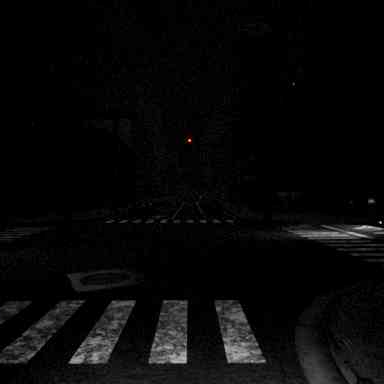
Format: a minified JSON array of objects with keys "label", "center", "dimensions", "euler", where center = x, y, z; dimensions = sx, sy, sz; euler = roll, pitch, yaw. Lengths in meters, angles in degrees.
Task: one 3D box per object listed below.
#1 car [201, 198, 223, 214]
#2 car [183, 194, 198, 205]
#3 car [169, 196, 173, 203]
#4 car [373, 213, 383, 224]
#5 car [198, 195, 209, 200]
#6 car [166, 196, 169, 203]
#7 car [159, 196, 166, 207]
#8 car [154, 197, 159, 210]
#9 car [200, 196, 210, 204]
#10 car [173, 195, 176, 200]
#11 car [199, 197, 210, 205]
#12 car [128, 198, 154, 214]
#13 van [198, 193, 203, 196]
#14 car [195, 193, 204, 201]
[{"label":"car","center":[2.331,1.606,36.177],"dimensions":[1.947,1.339,4.313],"euler":[0,0,0]},{"label":"car","center":[-0.276,1.601,63.326],"dimensions":[1.837,1.490,4.892],"euler":[0,0,0]},{"label":"car","center":[-5.658,1.552,69.250],"dimensions":[1.967,1.590,4.097],"euler":[0,0,0]},{"label":"car","center":[14.349,1.494,20.715],"dimensions":[5.357,1.411,2.033],"euler":[0,0,-2]},{"label":"car","center":[2.349,1.637,52.710],"dimensions":[1.947,1.339,4.313],"euler":[0,0,0]},{"label":"car","center":[-5.670,1.634,58.229],"dimensions":[2.008,1.369,4.403],"euler":[0,0,0]},{"label":"car","center":[-5.676,1.653,52.718],"dimensions":[1.802,1.307,4.206],"euler":[0,0,0]},{"label":"car","center":[-5.688,1.490,41.697],"dimensions":[1.967,1.590,4.097],"euler":[0,0,0]},{"label":"car","center":[2.343,1.641,47.199],"dimensions":[1.802,1.307,4.206],"euler":[0,0,0]},{"label":"car","center":[-5.646,1.694,80.272],"dimensions":[2.008,1.369,4.403],"euler":[0,0,0]},{"label":"car","center":[2.361,1.647,63.731],"dimensions":[2.008,1.369,4.403],"euler":[0,0,0]},{"label":"car","center":[-5.694,1.480,36.186],"dimensions":[1.967,1.590,4.097],"euler":[0,0,0]},{"label":"van","center":[2.355,1.424,58.221],"dimensions":[1.690,1.788,3.998],"euler":[0,0,0]},{"label":"car","center":[2.022,1.401,90.176],"dimensions":[2.150,2.045,5.566],"euler":[0,0,0]}]
